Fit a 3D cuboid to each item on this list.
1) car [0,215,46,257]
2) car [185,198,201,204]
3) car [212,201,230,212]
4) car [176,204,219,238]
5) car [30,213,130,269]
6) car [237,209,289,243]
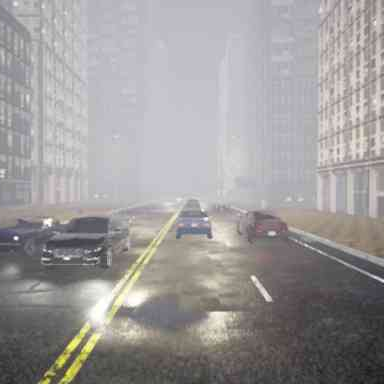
[{"bbox_3d":[-6.581,1.630,13.250,1.895,1.301,4.718,0,0,0],"label":"car"},{"bbox_3d":[0.083,1.585,42.016,1.837,1.490,4.892,0,0,0],"label":"car"},{"bbox_3d":[3.335,1.676,39.575,1.895,1.301,4.718,0,0,0],"label":"car"},{"bbox_3d":[0.093,1.586,17.842,2.033,1.411,5.357,0,0,0],"label":"car"},{"bbox_3d":[-3.338,1.530,11.322,1.837,1.490,4.892,0,0,0],"label":"car"},{"bbox_3d":[3.345,1.561,16.227,1.812,1.442,4.674,0,0,0],"label":"car"}]
